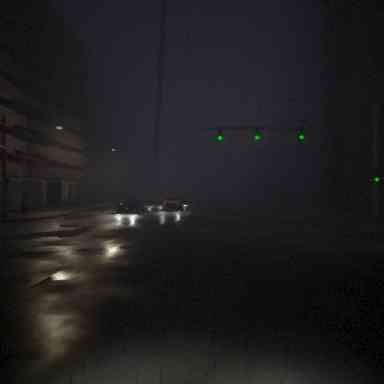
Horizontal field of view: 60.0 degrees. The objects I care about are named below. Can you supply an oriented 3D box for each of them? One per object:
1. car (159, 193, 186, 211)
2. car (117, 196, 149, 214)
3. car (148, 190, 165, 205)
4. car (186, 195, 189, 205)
[{"bbox_3d":[-2.046,1.141,36.146,1.882,1.535,5.008,0,1,3],"label":"car"},{"bbox_3d":[-5.744,1.292,31.595,1.994,1.385,4.181,0,1,2],"label":"car"},{"bbox_3d":[-5.041,0.788,48.315,2.150,2.045,5.566,0,0,3],"label":"car"},{"bbox_3d":[-1.491,1.084,48.991,2.033,1.411,5.357,0,1,3],"label":"car"}]
